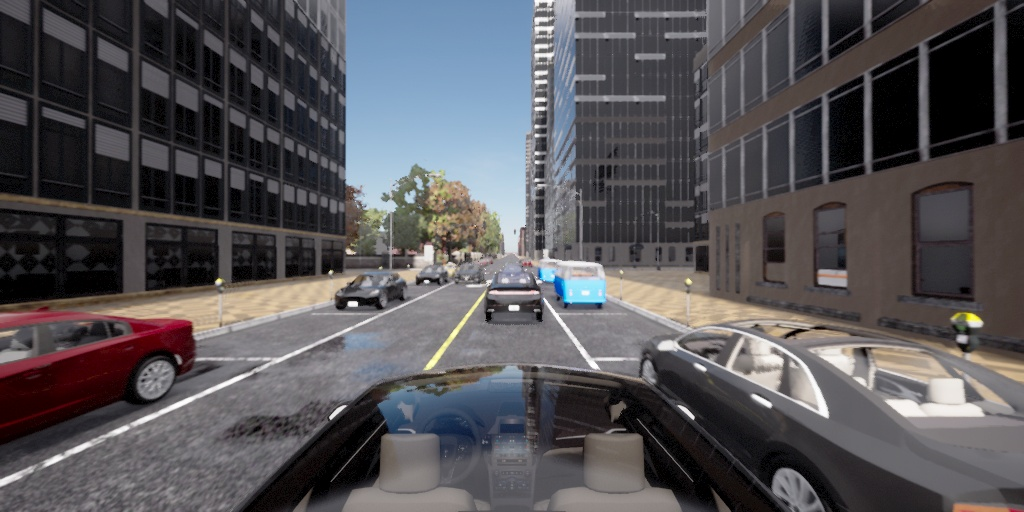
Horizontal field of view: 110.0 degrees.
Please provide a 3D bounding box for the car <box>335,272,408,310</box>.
[{"bbox_3d":[-5.687,1.350,15.009,1.948,1.339,4.313,0,0,0],"label":"car"}]

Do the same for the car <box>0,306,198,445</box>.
[{"bbox_3d":[-5.690,1.302,3.603,1.888,1.381,4.507,0,0,0],"label":"car"}]

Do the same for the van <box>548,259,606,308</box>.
[{"bbox_3d":[2.694,1.124,15.008,1.690,1.789,3.998,0,0,0],"label":"van"}]

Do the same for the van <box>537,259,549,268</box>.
[{"bbox_3d":[2.778,1.133,26.406,1.690,1.789,3.998,0,0,0],"label":"van"}]

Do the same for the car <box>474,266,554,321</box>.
[{"bbox_3d":[0.075,1.272,12.661,2.128,1.511,4.902,0,0,0],"label":"car"}]

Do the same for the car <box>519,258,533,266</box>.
[{"bbox_3d":[2.708,1.250,64.531,1.967,1.591,4.097,0,0,0],"label":"car"}]

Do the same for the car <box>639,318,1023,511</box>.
[{"bbox_3d":[2.690,1.307,3.602,2.007,1.370,4.403,0,0,0],"label":"car"}]

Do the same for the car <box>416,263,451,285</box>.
[{"bbox_3d":[-5.765,1.358,26.406,1.948,1.339,4.313,0,0,0],"label":"car"}]

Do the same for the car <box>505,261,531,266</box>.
[{"bbox_3d":[0.074,1.340,26.640,2.033,1.411,5.357,0,0,0],"label":"car"}]

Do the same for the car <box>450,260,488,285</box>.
[{"bbox_3d":[-3.081,1.296,26.634,1.837,1.490,4.892,0,0,0],"label":"car"}]
